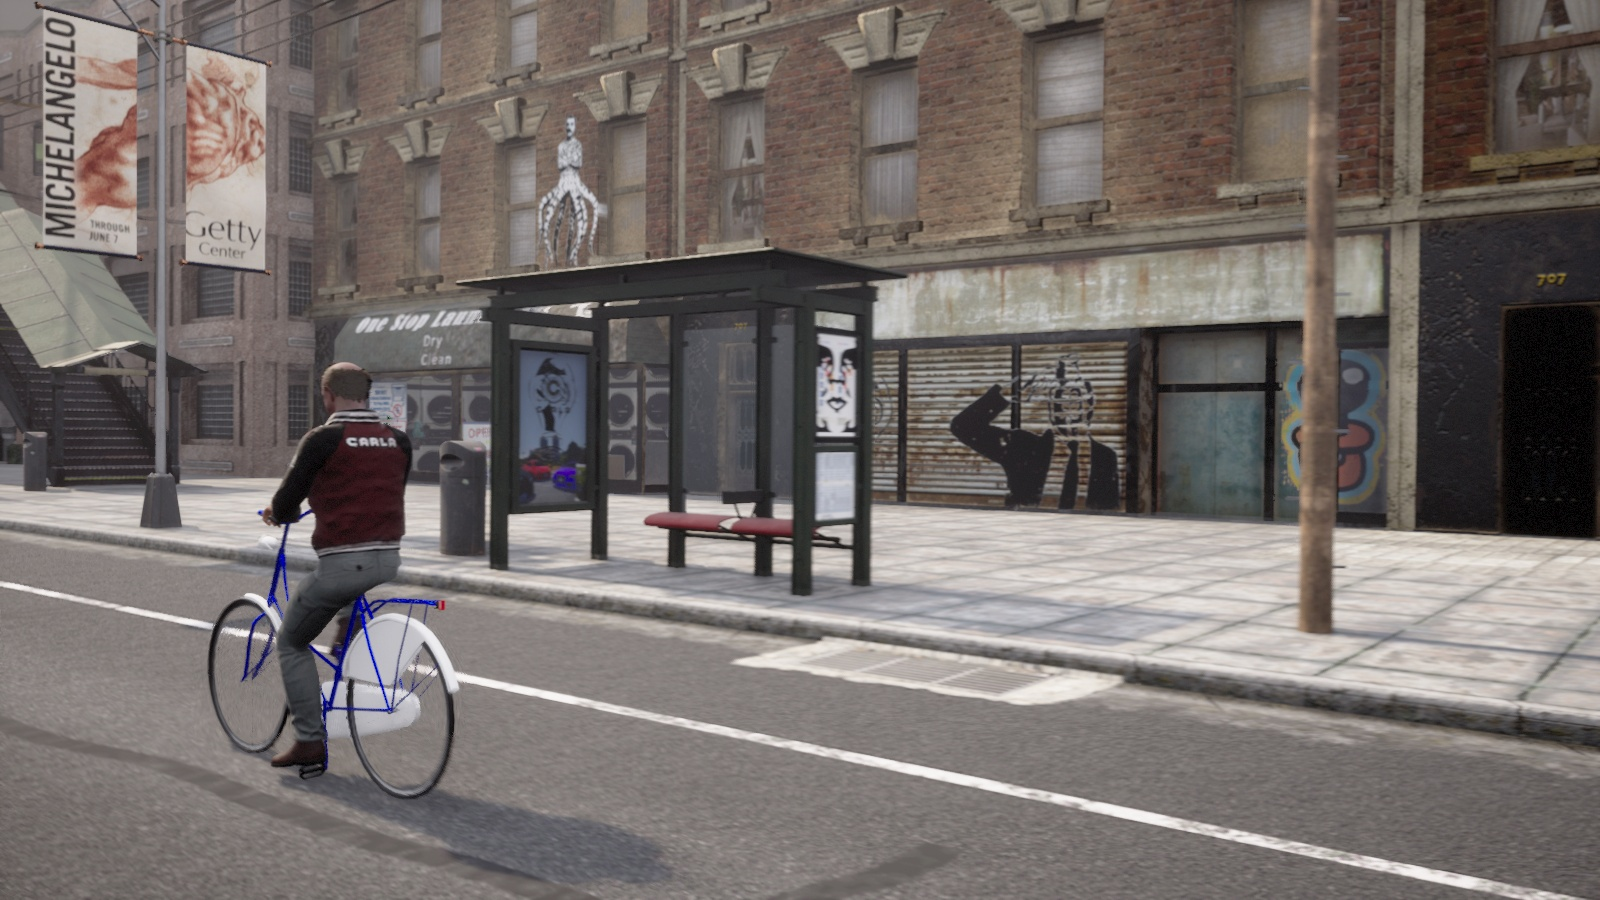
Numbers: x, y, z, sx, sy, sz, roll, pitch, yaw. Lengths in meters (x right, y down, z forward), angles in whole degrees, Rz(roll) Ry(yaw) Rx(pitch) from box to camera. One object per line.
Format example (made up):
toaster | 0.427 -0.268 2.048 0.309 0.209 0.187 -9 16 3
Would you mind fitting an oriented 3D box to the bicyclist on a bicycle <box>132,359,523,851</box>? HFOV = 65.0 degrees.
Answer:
bicyclist on a bicycle | -2.054 0.551 5.345 1.843 1.776 0.659 0 1 37
